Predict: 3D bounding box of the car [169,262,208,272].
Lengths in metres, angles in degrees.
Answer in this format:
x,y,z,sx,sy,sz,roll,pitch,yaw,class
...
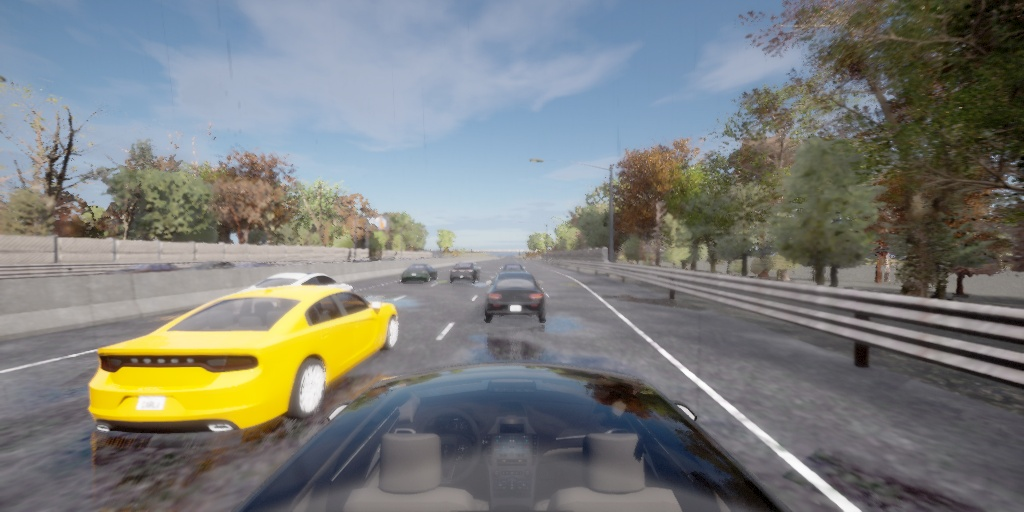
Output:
x,y,z,sx,sy,sz,roll,pitch,yaw,class
-24.578,1.200,29.308,1.837,1.490,4.892,0,0,0,car

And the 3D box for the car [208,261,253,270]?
x,y,z,sx,sy,sz,roll,pitch,yaw,class
-21.082,1.243,28.950,2.033,1.411,5.357,0,0,0,car

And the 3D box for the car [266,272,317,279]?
x,y,z,sx,sy,sz,roll,pitch,yaw,class
-6.896,1.253,11.926,1.812,1.442,4.674,0,0,0,car

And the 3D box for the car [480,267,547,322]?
x,y,z,sx,sy,sz,roll,pitch,yaw,class
0.103,1.252,12.022,1.812,1.442,4.674,0,0,0,car

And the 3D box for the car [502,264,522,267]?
x,y,z,sx,sy,sz,roll,pitch,yaw,class
0.112,1.262,27.233,1.994,1.385,4.181,0,0,0,car

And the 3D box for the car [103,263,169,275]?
x,y,z,sx,sy,sz,roll,pitch,yaw,class
-27.917,1.245,27.647,2.033,1.411,5.357,0,0,-2,car

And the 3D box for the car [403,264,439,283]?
x,y,z,sx,sy,sz,roll,pitch,yaw,class
-6.888,1.262,27.188,1.994,1.385,4.181,0,0,0,car

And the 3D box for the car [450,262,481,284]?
x,y,z,sx,sy,sz,roll,pitch,yaw,class
-3.389,1.191,26.606,2.128,1.511,4.902,0,0,0,car

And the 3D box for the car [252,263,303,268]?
x,y,z,sx,sy,sz,roll,pitch,yaw,class
-17.583,1.298,28.175,1.895,1.301,4.718,0,0,0,car

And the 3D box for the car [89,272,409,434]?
x,y,z,sx,sy,sz,roll,pitch,yaw,class
-3.406,1.218,5.864,1.882,1.535,5.008,0,0,0,car
